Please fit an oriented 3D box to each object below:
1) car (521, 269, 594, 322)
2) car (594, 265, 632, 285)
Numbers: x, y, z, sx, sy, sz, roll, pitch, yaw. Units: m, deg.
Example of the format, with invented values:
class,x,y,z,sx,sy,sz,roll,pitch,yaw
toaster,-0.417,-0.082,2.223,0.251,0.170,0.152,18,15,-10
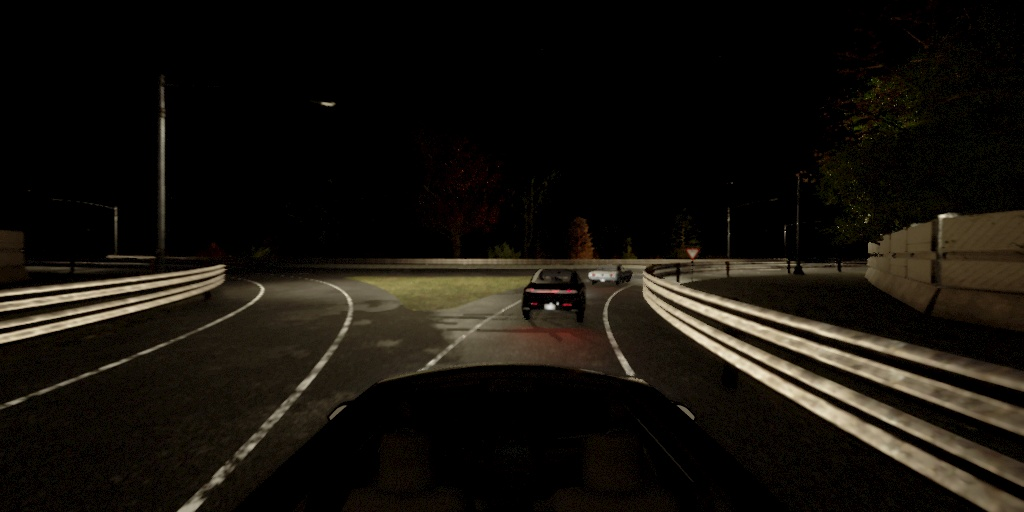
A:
class,x,y,z,sx,sy,sz,roll,pitch,yaw
car,1.568,1.182,12.146,2.128,1.511,4.902,0,0,13
car,6.865,1.245,24.604,1.895,1.301,4.718,1,0,30
